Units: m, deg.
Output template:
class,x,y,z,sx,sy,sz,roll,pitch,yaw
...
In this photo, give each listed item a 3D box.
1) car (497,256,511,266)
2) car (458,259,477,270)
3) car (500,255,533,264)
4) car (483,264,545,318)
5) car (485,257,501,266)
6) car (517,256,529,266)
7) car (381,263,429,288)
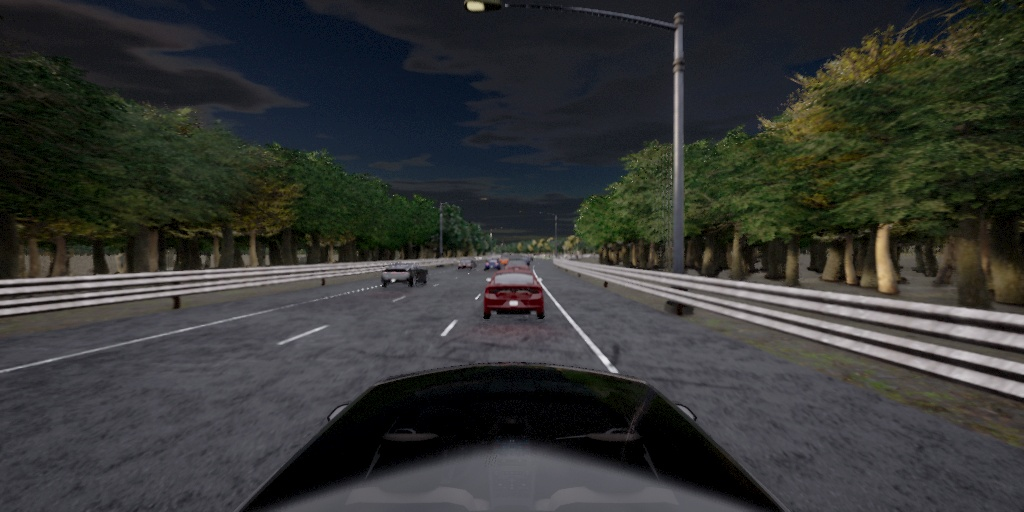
class,x,y,z,sx,sy,sz,roll,pitch,yaw
car,-1.364,0.836,64.621,2.097,1.767,4.553,0,1,5
car,-5.874,1.113,47.606,2.033,1.411,5.357,0,0,3
car,0.419,1.005,29.558,2.097,1.767,4.553,0,0,2
car,0.079,1.211,12.808,1.882,1.535,5.008,0,0,1
car,-2.366,1.103,46.173,1.812,1.442,4.674,0,0,3
car,2.098,0.834,65.319,2.097,1.767,4.553,0,0,4
car,-6.666,1.166,22.771,2.128,1.511,4.902,0,0,1
